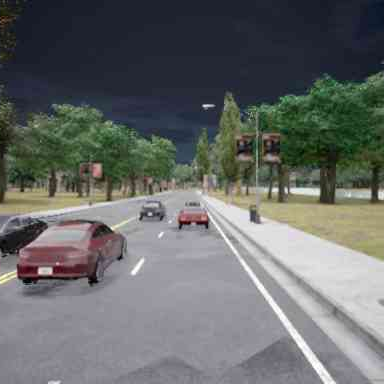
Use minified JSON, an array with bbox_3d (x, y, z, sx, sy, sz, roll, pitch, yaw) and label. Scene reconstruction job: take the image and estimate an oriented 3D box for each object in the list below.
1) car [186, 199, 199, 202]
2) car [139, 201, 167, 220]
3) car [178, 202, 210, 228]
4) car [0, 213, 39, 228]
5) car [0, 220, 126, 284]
[{"bbox_3d":[0.111,1.487,42.189,1.895,1.301,4.718,0,0,0],"label":"car"},{"bbox_3d":[-3.130,1.480,27.156,1.812,1.442,4.674,0,0,0],"label":"car"},{"bbox_3d":[0.105,1.575,21.716,1.895,1.301,4.718,0,0,0],"label":"car"},{"bbox_3d":[-6.565,1.492,11.113,2.128,1.511,4.902,0,0,0],"label":"car"},{"bbox_3d":[-3.147,1.526,9.438,1.812,1.442,4.674,0,0,0],"label":"car"}]
